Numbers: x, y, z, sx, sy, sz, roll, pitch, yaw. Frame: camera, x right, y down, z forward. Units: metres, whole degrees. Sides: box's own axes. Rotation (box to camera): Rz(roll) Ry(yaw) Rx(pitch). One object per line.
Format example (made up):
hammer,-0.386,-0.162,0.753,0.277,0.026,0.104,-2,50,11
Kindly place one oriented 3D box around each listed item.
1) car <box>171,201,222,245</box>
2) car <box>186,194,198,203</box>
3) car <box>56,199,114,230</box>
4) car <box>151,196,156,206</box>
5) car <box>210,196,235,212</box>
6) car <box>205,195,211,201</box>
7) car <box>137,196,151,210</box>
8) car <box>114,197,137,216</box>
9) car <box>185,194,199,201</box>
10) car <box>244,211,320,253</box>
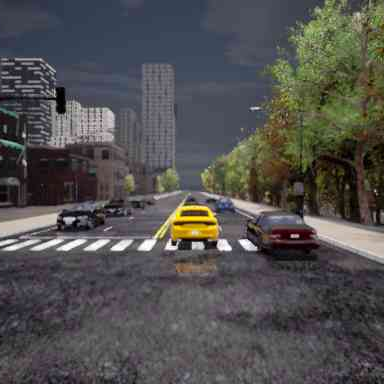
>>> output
car,0.102,1.390,15.145,1.882,1.535,5.008,0,0,0
car,0.006,1.132,61.787,2.128,1.511,4.902,0,0,0
car,-6.604,1.374,20.365,2.128,1.511,4.902,0,0,1
car,-6.494,1.258,49.998,2.033,1.411,5.357,0,0,0
car,3.355,1.345,34.925,2.033,1.411,5.357,0,0,0
car,3.317,1.261,58.459,1.895,1.301,4.718,0,0,0
car,-6.497,1.335,39.576,1.994,1.385,4.181,0,0,0
car,-6.567,1.333,29.839,1.837,1.490,4.892,0,0,1
car,0.004,1.194,51.368,2.128,1.511,4.902,0,0,0
car,3.351,1.471,13.336,2.033,1.411,5.357,0,0,0
